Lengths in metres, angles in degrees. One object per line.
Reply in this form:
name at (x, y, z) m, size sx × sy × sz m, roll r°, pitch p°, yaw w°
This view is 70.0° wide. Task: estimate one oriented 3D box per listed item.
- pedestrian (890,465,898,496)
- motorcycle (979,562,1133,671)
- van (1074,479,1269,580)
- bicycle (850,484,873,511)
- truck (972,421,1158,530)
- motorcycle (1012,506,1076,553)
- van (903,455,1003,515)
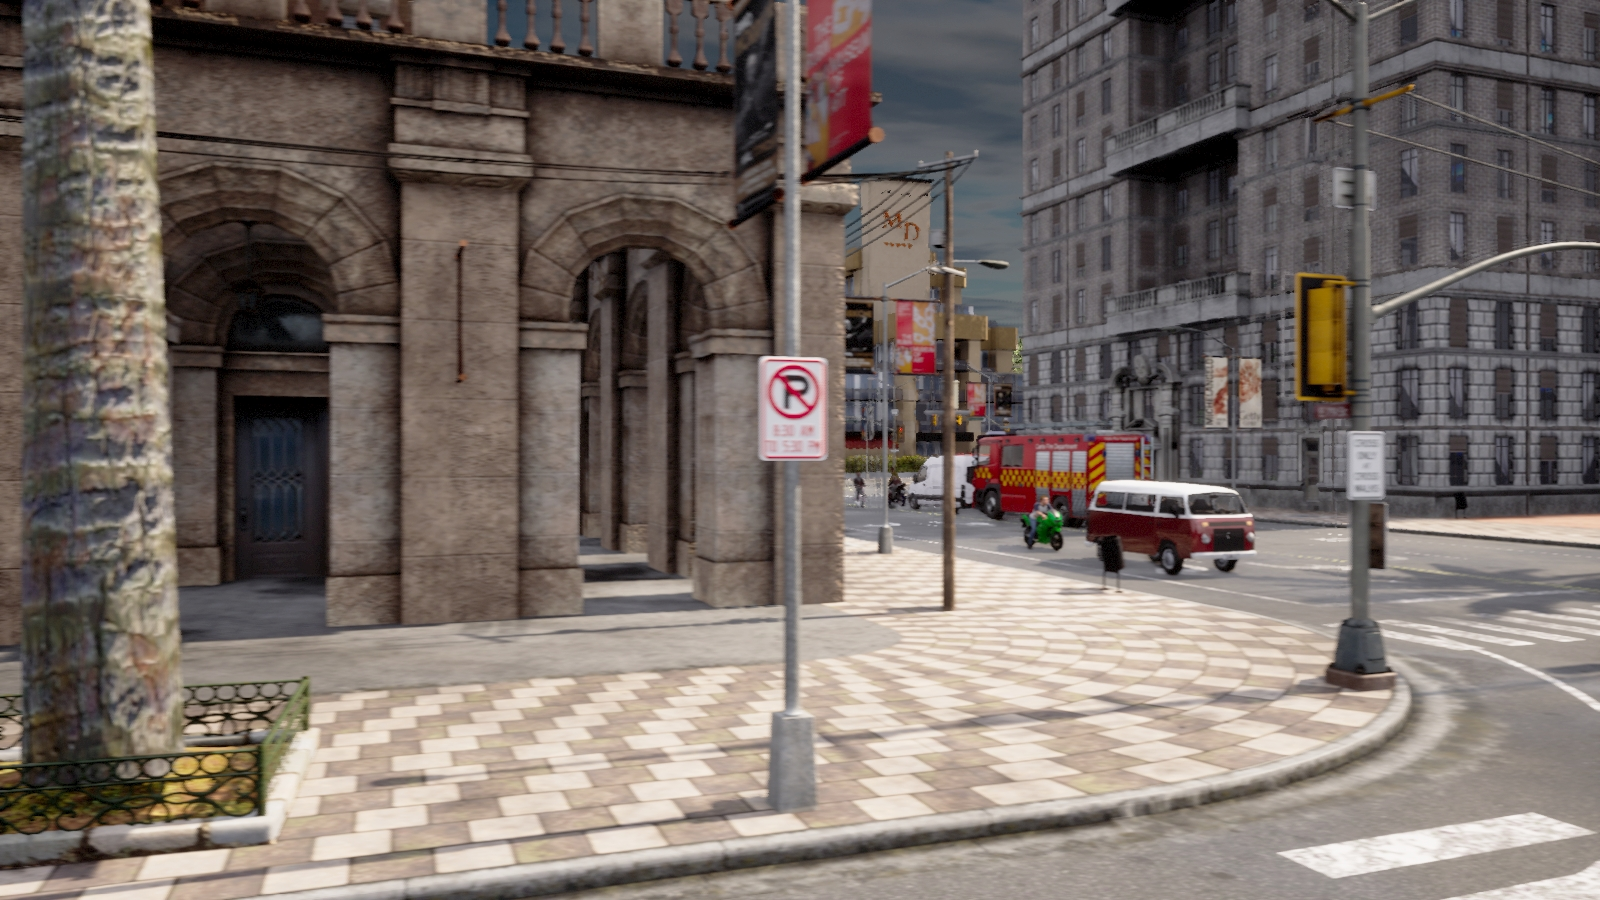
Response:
pedestrian at (5.716, 1.848, 69.608) m, size 0.375 × 1.860 × 0.375 m, roll 0°, pitch 0°, yaw -14°
motorcycle at (3.395, 2.181, 15.183) m, size 1.805 × 1.236 × 0.856 m, roll 0°, pitch 0°, yaw -20°
van at (8.668, 1.782, 27.127) m, size 2.069 × 2.038 × 4.480 m, roll 0°, pitch 0°, yaw -20°
bicycle at (2.845, 2.210, 53.118) m, size 0.329 × 1.171 × 1.835 m, roll 0°, pitch 0°, yaw -21°
truck at (10.034, 0.889, 44.477) m, size 2.891 × 3.827 × 8.468 m, roll 0°, pitch 0°, yaw -20°
motorcycle at (6.850, 2.213, 32.139) m, size 0.803 × 1.145 × 2.033 m, roll 0°, pitch 0°, yaw -20°
van at (6.900, 1.534, 52.214) m, size 1.988 × 2.561 × 5.915 m, roll 0°, pitch 0°, yaw -21°
